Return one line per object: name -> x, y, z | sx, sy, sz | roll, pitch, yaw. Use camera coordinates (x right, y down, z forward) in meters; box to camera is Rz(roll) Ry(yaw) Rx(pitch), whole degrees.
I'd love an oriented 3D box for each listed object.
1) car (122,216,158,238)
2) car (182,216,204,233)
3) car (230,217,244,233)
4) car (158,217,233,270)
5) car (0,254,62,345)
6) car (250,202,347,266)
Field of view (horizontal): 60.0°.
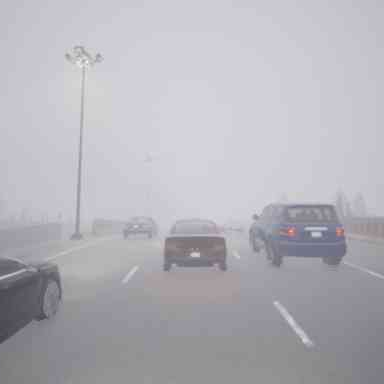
car -> -3.411, 2.346, 22.704 | 2.033, 1.411, 5.357 | 0, -4, 0
car -> 0.085, 3.060, 31.131 | 1.882, 1.535, 5.008 | 0, -6, 0
car -> 3.585, 3.053, 30.606 | 1.812, 1.442, 4.674 | 0, -6, 0
car -> 0.094, 1.647, 11.543 | 1.882, 1.535, 5.008 | 0, -2, 0
car -> -3.403, 1.504, 4.461 | 2.128, 1.511, 4.902 | 0, 0, 0
car -> 3.593, 1.416, 12.276 | 2.150, 2.045, 5.566 | 0, -2, 0
